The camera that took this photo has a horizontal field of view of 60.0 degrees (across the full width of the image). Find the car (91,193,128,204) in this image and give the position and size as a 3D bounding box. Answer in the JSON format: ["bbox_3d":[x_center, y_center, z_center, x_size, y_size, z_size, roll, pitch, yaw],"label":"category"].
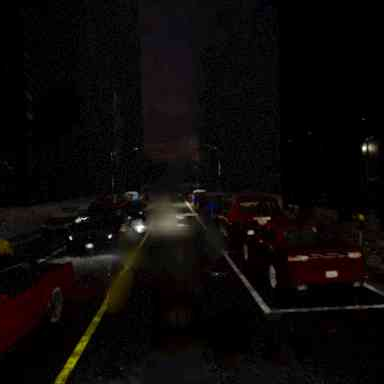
[{"bbox_3d":[-7.047,1.111,27.458,2.192,1.841,5.009,-3,1,-3],"label":"car"}]

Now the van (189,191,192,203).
[{"bbox_3d":[0.952,0.713,38.838,1.690,1.788,3.998,-3,1,-3],"label":"van"}]

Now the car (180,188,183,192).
[{"bbox_3d":[-1.400,0.212,85.029,1.752,1.417,4.829,-2,1,-3],"label":"car"}]

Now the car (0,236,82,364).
[{"bbox_3d":[-3.194,1.639,4.293,1.895,1.301,4.718,-2,1,0],"label":"car"}]

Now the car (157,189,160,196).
[{"bbox_3d":[-9.892,0.510,84.261,2.008,1.369,4.403,-2,1,-3],"label":"car"}]

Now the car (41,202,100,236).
[{"bbox_3d":[-6.545,1.483,17.702,2.008,1.369,4.403,-3,1,-3],"label":"car"}]

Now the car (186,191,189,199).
[{"bbox_3d":[0.440,0.817,48.491,1.802,1.307,4.206,-3,1,-3],"label":"car"}]

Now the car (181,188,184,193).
[{"bbox_3d":[-0.867,0.403,74.468,2.008,1.369,4.403,-3,1,-3],"label":"car"}]

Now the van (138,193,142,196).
[{"bbox_3d":[-7.781,0.929,42.097,1.690,1.788,3.998,-3,1,-3],"label":"van"}]

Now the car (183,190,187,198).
[{"bbox_3d":[-0.344,0.574,64.077,1.947,1.339,4.313,-3,1,-3],"label":"car"}]

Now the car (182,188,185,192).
[{"bbox_3d":[-0.606,0.496,69.273,1.947,1.339,4.313,-3,1,-3],"label":"car"}]

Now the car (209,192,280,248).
[{"bbox_3d":[2.198,1.046,13.434,2.192,1.841,5.009,-3,1,-3],"label":"car"}]

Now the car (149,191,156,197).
[{"bbox_3d":[-9.082,0.753,68.150,1.887,1.381,4.507,-3,1,-3],"label":"car"}]

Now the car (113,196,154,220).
[{"bbox_3d":[-4.229,1.296,24.977,2.033,1.411,5.357,-2,1,-3],"label":"car"}]

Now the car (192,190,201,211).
[{"bbox_3d":[1.450,0.831,28.676,2.192,1.841,5.009,-3,1,-3],"label":"car"}]

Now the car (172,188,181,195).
[{"bbox_3d":[-4.486,0.033,91.491,1.812,1.442,4.674,-2,1,-3],"label":"car"}]

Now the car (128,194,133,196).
[{"bbox_3d":[-7.282,1.271,32.341,1.887,1.381,4.507,-3,1,-3],"label":"car"}]

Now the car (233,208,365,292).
[{"bbox_3d":[2.458,1.346,8.356,1.887,1.381,4.507,-3,1,-3],"label":"car"}]

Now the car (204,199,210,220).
[{"bbox_3d":[1.961,1.241,18.519,1.802,1.307,4.206,-3,1,-3],"label":"car"}]

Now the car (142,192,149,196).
[{"bbox_3d":[-8.277,0.885,52.036,1.967,1.590,4.097,-3,1,-3],"label":"car"}]

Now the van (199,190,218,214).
[{"bbox_3d":[1.700,0.929,23.596,1.690,1.788,3.998,-3,1,-3],"label":"van"}]

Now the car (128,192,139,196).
[{"bbox_3d":[-7.531,1.097,37.219,1.967,1.590,4.097,-3,1,-3],"label":"car"}]

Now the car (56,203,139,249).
[{"bbox_3d":[-3.695,1.448,14.171,2.033,1.411,5.357,-2,1,-3],"label":"car"}]
